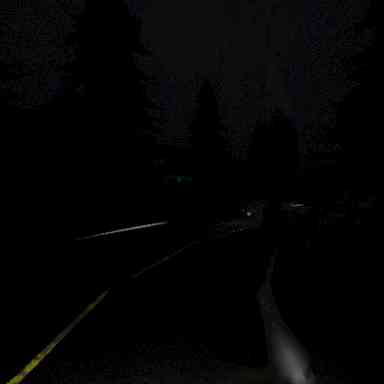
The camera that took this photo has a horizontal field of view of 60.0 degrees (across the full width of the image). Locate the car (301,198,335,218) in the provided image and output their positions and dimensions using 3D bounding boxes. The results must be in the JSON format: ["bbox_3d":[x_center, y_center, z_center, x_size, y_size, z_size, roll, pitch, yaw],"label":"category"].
[{"bbox_3d":[11.242,1.556,29.934,1.994,1.385,4.181,0,0,31],"label":"car"}]

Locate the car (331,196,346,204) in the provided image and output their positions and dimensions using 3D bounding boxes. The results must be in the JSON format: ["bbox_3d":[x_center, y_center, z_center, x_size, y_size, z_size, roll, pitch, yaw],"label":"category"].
[{"bbox_3d":[27.603,1.485,62.523,1.837,1.490,4.892,0,1,33],"label":"car"}]

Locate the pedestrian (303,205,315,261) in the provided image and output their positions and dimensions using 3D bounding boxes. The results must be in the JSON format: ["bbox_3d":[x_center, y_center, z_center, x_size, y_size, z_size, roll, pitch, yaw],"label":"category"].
[{"bbox_3d":[3.791,1.291,10.748,0.375,1.860,0.375,0,0,16],"label":"pedestrian"}]

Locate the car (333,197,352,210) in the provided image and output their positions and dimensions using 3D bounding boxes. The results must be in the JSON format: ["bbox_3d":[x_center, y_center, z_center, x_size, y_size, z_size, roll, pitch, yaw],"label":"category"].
[{"bbox_3d":[18.935,1.340,42.150,2.097,1.767,4.553,0,0,32],"label":"car"}]

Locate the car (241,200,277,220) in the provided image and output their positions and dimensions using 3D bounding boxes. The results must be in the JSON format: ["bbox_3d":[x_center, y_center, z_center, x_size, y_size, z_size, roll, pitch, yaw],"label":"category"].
[{"bbox_3d":[5.745,1.483,28.243,2.128,1.511,4.902,0,0,31],"label":"car"}]
